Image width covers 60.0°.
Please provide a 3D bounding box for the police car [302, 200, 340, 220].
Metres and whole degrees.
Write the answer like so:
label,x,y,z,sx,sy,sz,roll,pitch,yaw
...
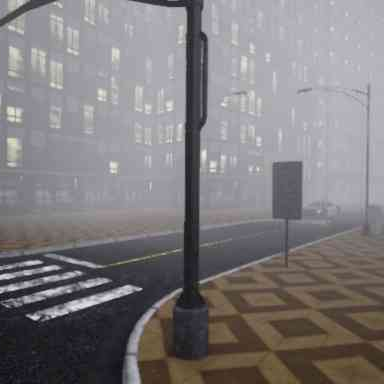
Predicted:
label,x,y,z,sx,sy,sz,roll,pitch,yaw
police car,10.868,1.475,28.278,2.038,1.542,4.974,1,1,42
